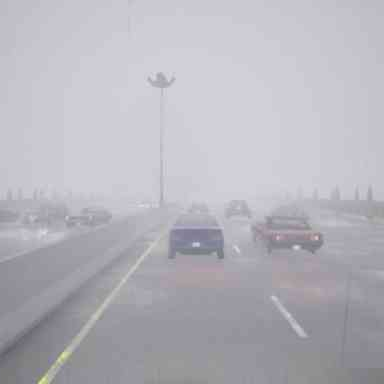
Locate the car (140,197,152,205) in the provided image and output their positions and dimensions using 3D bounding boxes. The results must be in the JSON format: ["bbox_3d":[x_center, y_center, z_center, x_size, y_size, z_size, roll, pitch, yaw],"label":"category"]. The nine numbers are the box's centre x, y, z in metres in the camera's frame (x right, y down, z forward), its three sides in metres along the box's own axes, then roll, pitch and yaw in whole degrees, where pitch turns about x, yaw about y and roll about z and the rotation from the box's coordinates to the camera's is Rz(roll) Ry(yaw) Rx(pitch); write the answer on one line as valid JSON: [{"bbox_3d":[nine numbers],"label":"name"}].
[{"bbox_3d":[-8.999,1.684,65.463,2.128,1.511,4.902,0,0,2],"label":"car"}]

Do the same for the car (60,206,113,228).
[{"bbox_3d":[-6.838,1.663,22.427,1.895,1.301,4.718,0,0,2],"label":"car"}]

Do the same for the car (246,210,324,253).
[{"bbox_3d":[3.680,1.640,13.809,1.895,1.301,4.718,0,0,1],"label":"car"}]

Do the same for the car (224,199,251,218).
[{"bbox_3d":[4.103,1.437,30.614,2.097,1.767,4.553,0,0,2],"label":"car"}]

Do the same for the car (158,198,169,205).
[{"bbox_3d":[-5.522,1.780,64.632,1.895,1.301,4.718,0,0,2],"label":"car"}]

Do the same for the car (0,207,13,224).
[{"bbox_3d":[-13.835,1.663,22.618,1.895,1.301,4.718,0,0,2],"label":"car"}]

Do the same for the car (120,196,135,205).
[{"bbox_3d":[-12.521,1.533,64.761,2.097,1.767,4.553,0,0,2],"label":"car"}]

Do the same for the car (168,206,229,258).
[{"bbox_3d":[0.172,1.514,12.951,1.882,1.535,5.008,0,0,1],"label":"car"}]

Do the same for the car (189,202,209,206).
[{"bbox_3d":[0.622,1.651,31.330,1.994,1.385,4.181,0,0,2],"label":"car"}]

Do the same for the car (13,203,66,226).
[{"bbox_3d":[-10.293,1.558,24.005,2.128,1.511,4.902,0,0,2],"label":"car"}]

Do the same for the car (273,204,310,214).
[{"bbox_3d":[7.455,1.619,25.479,2.033,1.411,5.357,0,0,2],"label":"car"}]
